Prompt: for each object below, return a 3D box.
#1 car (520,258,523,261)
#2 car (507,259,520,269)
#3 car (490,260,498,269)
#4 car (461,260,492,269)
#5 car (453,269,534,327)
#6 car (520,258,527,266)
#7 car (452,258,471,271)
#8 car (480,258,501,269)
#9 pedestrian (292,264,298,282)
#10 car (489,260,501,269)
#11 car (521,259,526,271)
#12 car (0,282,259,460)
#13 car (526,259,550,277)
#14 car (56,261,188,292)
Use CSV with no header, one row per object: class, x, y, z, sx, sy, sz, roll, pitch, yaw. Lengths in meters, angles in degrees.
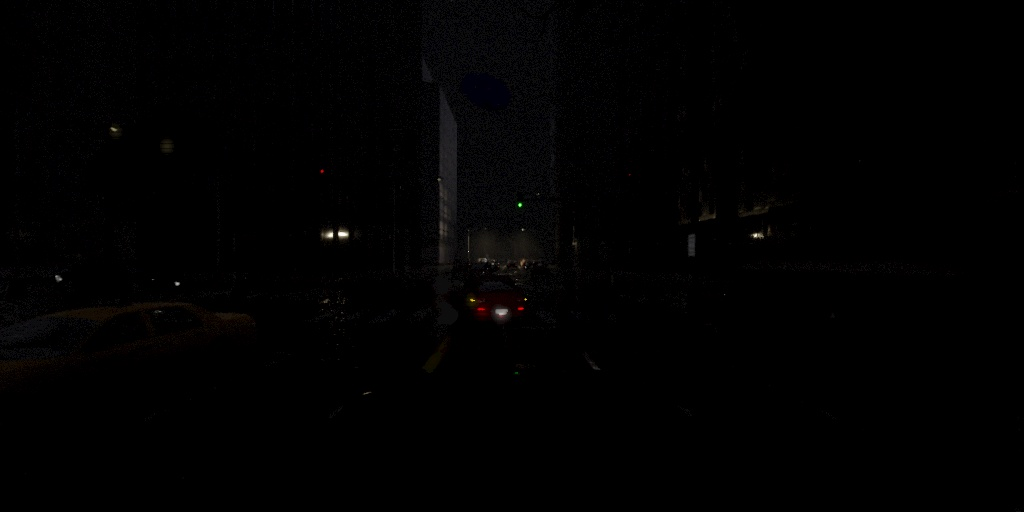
car,2.770,1.519,64.211,1.888,1.381,4.507,0,0,0
car,0.007,1.570,63.018,1.895,1.301,4.718,0,0,0
car,-3.081,1.454,41.839,1.994,1.385,4.181,0,0,0
car,-3.095,1.380,31.871,1.812,1.442,4.674,0,0,0
car,-0.771,1.314,11.658,1.812,1.442,4.674,1,0,-13
car,2.769,1.498,58.773,1.888,1.381,4.507,0,0,0
car,-5.758,1.207,42.462,2.192,1.841,5.009,0,0,0
car,-3.027,1.419,51.944,2.128,1.511,4.902,0,0,1
pedestrian,-13.764,1.095,22.760,0.500,1.100,0.500,0,-1,0
car,-2.993,1.471,62.234,1.837,1.490,4.892,0,0,0
car,2.769,1.483,53.335,2.007,1.370,4.403,0,0,0
car,-5.762,1.286,4.884,1.751,1.417,4.829,0,0,0
car,2.767,1.312,37.023,1.967,1.591,4.097,0,0,0
car,-17.821,0.982,16.517,4.892,1.490,1.837,1,0,0
